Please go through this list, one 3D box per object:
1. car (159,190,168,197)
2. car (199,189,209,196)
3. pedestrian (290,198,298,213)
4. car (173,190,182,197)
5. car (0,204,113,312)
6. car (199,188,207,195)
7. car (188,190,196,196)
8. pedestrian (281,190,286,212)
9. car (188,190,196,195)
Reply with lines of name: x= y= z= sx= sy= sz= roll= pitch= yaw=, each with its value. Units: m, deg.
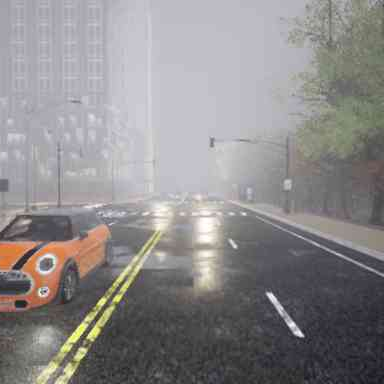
car: x=-6.501 y=0.357 z=76.917 sx=1.812 sy=1.442 sz=4.674 roll=0 pitch=1 yaw=0
car: x=3.251 y=0.057 z=85.473 sx=2.097 sy=1.767 sz=4.553 roll=0 pitch=1 yaw=0
pedestrian: x=8.261 y=1.122 z=26.376 sx=0.500 sy=1.100 sz=0.500 roll=0 pitch=1 yaw=0
car: x=-3.251 y=0.311 z=76.917 sx=1.882 sy=1.535 sz=5.008 roll=0 pitch=1 yaw=0
car: x=-3.346 y=1.234 z=7.737 sx=2.097 sy=1.767 sz=4.553 roll=0 pitch=1 yaw=0
car: x=3.250 y=-0.112 z=95.503 sx=2.097 sy=1.767 sz=4.553 roll=0 pitch=1 yaw=0
car: x=0.001 y=0.253 z=85.506 sx=1.994 sy=1.385 sz=4.181 roll=0 pitch=1 yaw=0
pedestrian: x=7.689 y=0.724 z=27.568 sx=0.375 sy=1.860 sz=0.375 roll=0 pitch=1 yaw=0
car: x=0.000 y=0.072 z=95.535 sx=2.033 sy=1.411 sz=5.357 roll=0 pitch=1 yaw=0
